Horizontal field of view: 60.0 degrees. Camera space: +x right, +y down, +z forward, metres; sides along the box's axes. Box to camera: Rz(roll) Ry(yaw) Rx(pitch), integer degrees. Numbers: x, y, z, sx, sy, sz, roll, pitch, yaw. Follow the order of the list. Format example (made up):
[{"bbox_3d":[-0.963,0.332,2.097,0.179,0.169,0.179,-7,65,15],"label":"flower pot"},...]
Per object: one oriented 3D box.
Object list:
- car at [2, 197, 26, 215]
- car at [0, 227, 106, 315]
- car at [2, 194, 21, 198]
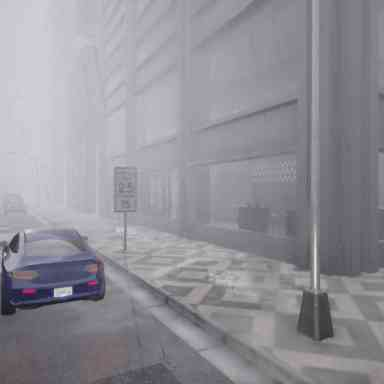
[{"bbox_3d":[-17.925,1.558,33.791,2.033,1.411,5.357,0,0,-29],"label":"car"},{"bbox_3d":[-3.307,1.527,7.641,1.812,1.442,4.674,0,0,-29],"label":"car"},{"bbox_3d":[-23.089,1.236,42.900,2.150,2.045,5.566,0,0,-29],"label":"car"}]
